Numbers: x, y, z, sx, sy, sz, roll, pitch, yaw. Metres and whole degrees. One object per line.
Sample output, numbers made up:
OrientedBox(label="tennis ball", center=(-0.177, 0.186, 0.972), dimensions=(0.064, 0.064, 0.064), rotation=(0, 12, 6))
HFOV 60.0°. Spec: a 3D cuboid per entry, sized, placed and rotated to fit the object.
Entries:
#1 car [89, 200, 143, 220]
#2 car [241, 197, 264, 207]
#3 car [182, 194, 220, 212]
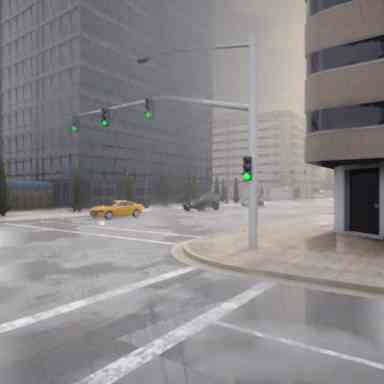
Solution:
OrientedBox(label="car", center=(-6.458, 1.467, 28.675), dimensions=(1.882, 1.535, 5.008), rotation=(0, 0, 36))
OrientedBox(label="car", center=(9.124, 1.481, 50.075), dimensions=(2.128, 1.511, 4.902), rotation=(0, 0, 36))
OrientedBox(label="car", center=(1.191, 1.213, 39.204), dimensions=(2.150, 2.045, 5.566), rotation=(0, 0, 36))
